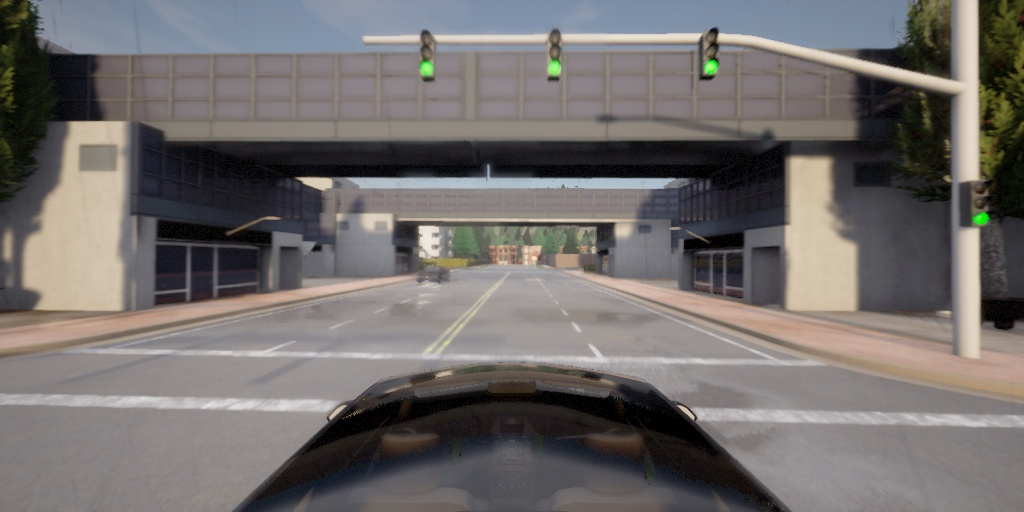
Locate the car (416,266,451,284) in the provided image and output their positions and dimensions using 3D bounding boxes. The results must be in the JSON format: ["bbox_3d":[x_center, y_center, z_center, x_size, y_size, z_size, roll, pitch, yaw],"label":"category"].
[{"bbox_3d":[-6.341,1.514,29.621,2.033,1.411,5.357,0,0,2],"label":"car"}]
